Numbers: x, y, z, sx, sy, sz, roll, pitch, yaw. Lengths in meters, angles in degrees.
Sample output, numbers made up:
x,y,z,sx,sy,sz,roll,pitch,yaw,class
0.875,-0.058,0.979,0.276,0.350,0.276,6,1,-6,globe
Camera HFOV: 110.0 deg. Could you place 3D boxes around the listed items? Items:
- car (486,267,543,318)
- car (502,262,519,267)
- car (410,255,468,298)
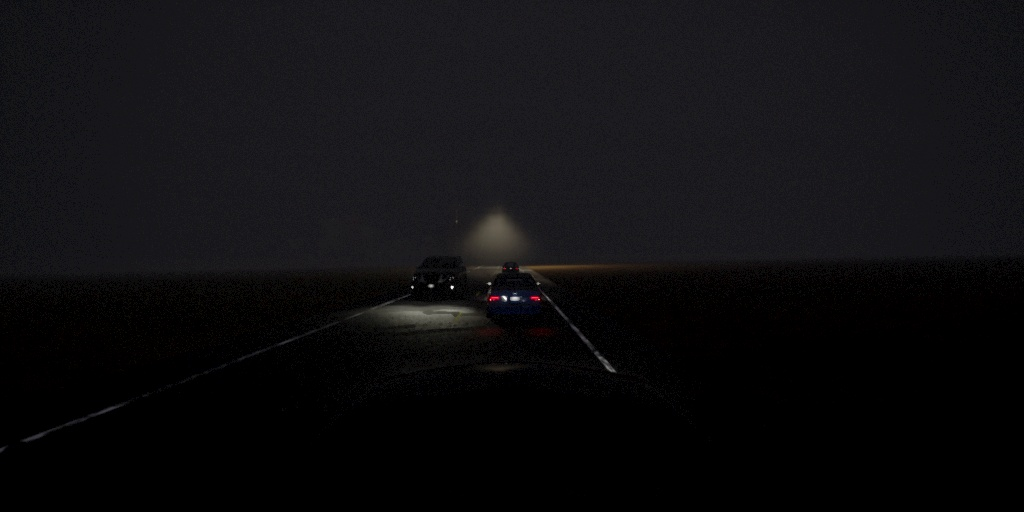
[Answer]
x,y,z,sx,sy,sz,roll,pitch,yaw,class
0.074,1.301,13.019,2.033,1.411,5.357,0,0,0,car
-0.153,1.324,39.138,2.033,1.411,5.357,0,0,-1,car
-3.643,0.978,18.870,2.150,2.045,5.566,0,0,0,car
